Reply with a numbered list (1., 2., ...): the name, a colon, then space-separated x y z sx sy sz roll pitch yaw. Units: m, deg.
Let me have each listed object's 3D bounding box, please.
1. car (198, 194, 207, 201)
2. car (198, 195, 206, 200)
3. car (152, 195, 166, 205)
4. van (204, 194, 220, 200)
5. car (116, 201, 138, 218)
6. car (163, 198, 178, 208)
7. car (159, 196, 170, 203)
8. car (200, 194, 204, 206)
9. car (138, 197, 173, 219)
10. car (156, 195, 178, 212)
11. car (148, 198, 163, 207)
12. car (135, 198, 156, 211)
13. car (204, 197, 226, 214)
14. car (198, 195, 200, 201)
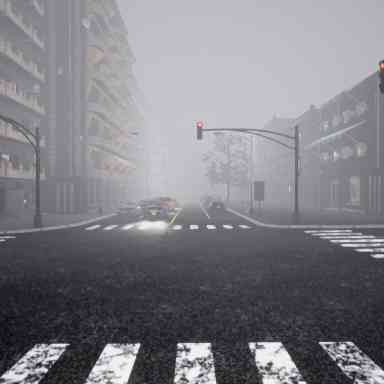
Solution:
1. car: 2.672 1.396 85.533 1.967 1.590 4.097 0 0 0
2. car: 2.673 1.496 91.067 1.887 1.381 4.507 0 0 0
3. car: -5.703 1.417 57.872 1.967 1.590 4.097 0 0 0
4. van: 2.679 1.327 41.265 1.690 1.788 3.998 0 0 0
5. car: -5.698 1.542 30.205 2.008 1.369 4.403 0 0 0
6. car: -3.082 1.546 48.689 1.994 1.385 4.181 0 0 0
7. car: -5.704 1.551 68.939 1.802 1.307 4.206 0 0 0
8. car: 2.678 1.420 52.333 1.967 1.590 4.097 0 0 0
9. car: -3.096 1.483 29.473 2.128 1.511 4.902 0 0 0
10. car: -3.090 1.340 38.661 2.097 1.767 4.553 0 0 0
11. car: -5.701 1.562 52.339 1.802 1.307 4.206 0 0 0
12. car: -5.699 1.531 41.271 1.887 1.381 4.507 0 0 0
13. car: 2.682 1.555 35.732 1.947 1.339 4.313 0 0 0
14. car: 2.673 1.280 74.467 2.192 1.841 5.009 0 0 0
